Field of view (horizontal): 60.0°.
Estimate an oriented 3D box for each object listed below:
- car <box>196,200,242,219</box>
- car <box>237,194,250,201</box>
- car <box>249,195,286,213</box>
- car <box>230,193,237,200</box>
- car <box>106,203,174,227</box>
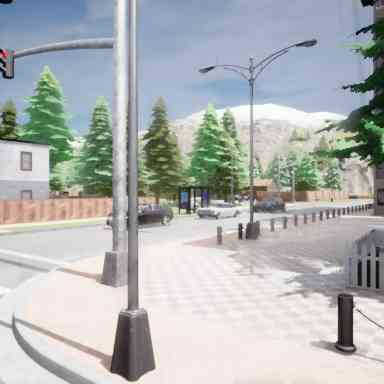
[{"bbox_3d":[2.412,1.586,28.616,1.895,1.301,4.718,0,0,37],"label":"car"},{"bbox_3d":[13.005,1.144,77.953,1.932,1.855,4.605,0,0,36],"label":"car"},{"bbox_3d":[8.606,1.337,36.723,2.097,1.767,4.553,0,0,38],"label":"car"},{"bbox_3d":[10.741,1.146,79.113,1.905,1.878,3.866,0,0,36],"label":"car"},{"bbox_3d":[-3.209,1.476,21.227,2.128,1.511,4.902,0,0,37],"label":"car"}]
